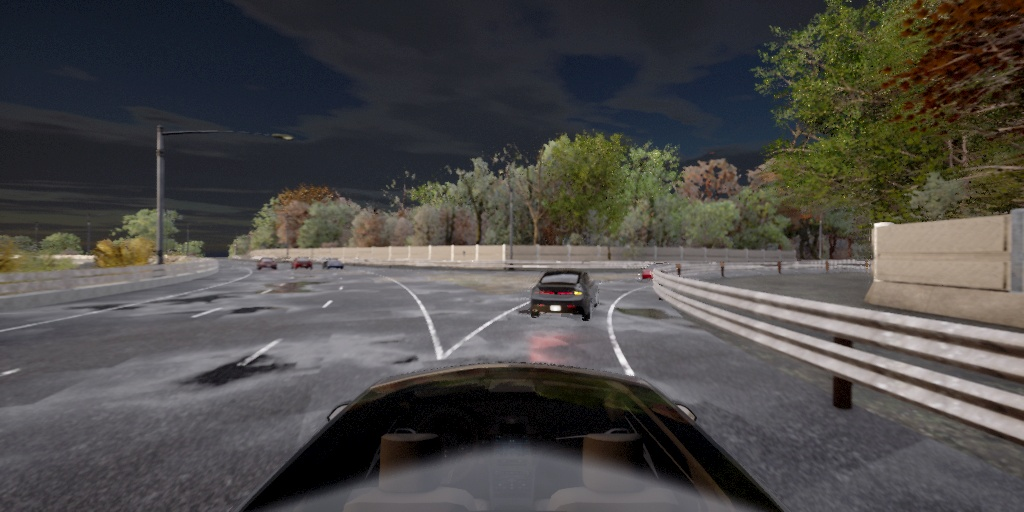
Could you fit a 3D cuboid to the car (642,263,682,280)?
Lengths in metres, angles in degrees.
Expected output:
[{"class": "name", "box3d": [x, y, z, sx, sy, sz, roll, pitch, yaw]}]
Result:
[{"class": "car", "box3d": [12.356, 1.282, 29.428, 1.994, 1.385, 4.181, 0, 0, 45]}]

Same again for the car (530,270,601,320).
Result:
[{"class": "car", "box3d": [1.958, 1.228, 12.613, 1.837, 1.490, 4.892, 0, 0, 17]}]

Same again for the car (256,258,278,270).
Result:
[{"class": "car", "box3d": [-30.395, 0.969, 44.467, 1.812, 1.442, 4.674, 0, 0, -39]}]

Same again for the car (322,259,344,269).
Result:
[{"class": "car", "box3d": [-23.502, 1.033, 47.012, 1.994, 1.385, 4.181, 0, 0, -38]}]

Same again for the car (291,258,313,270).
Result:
[{"class": "car", "box3d": [-26.538, 0.938, 45.246, 1.882, 1.535, 5.008, 0, 0, -38]}]
